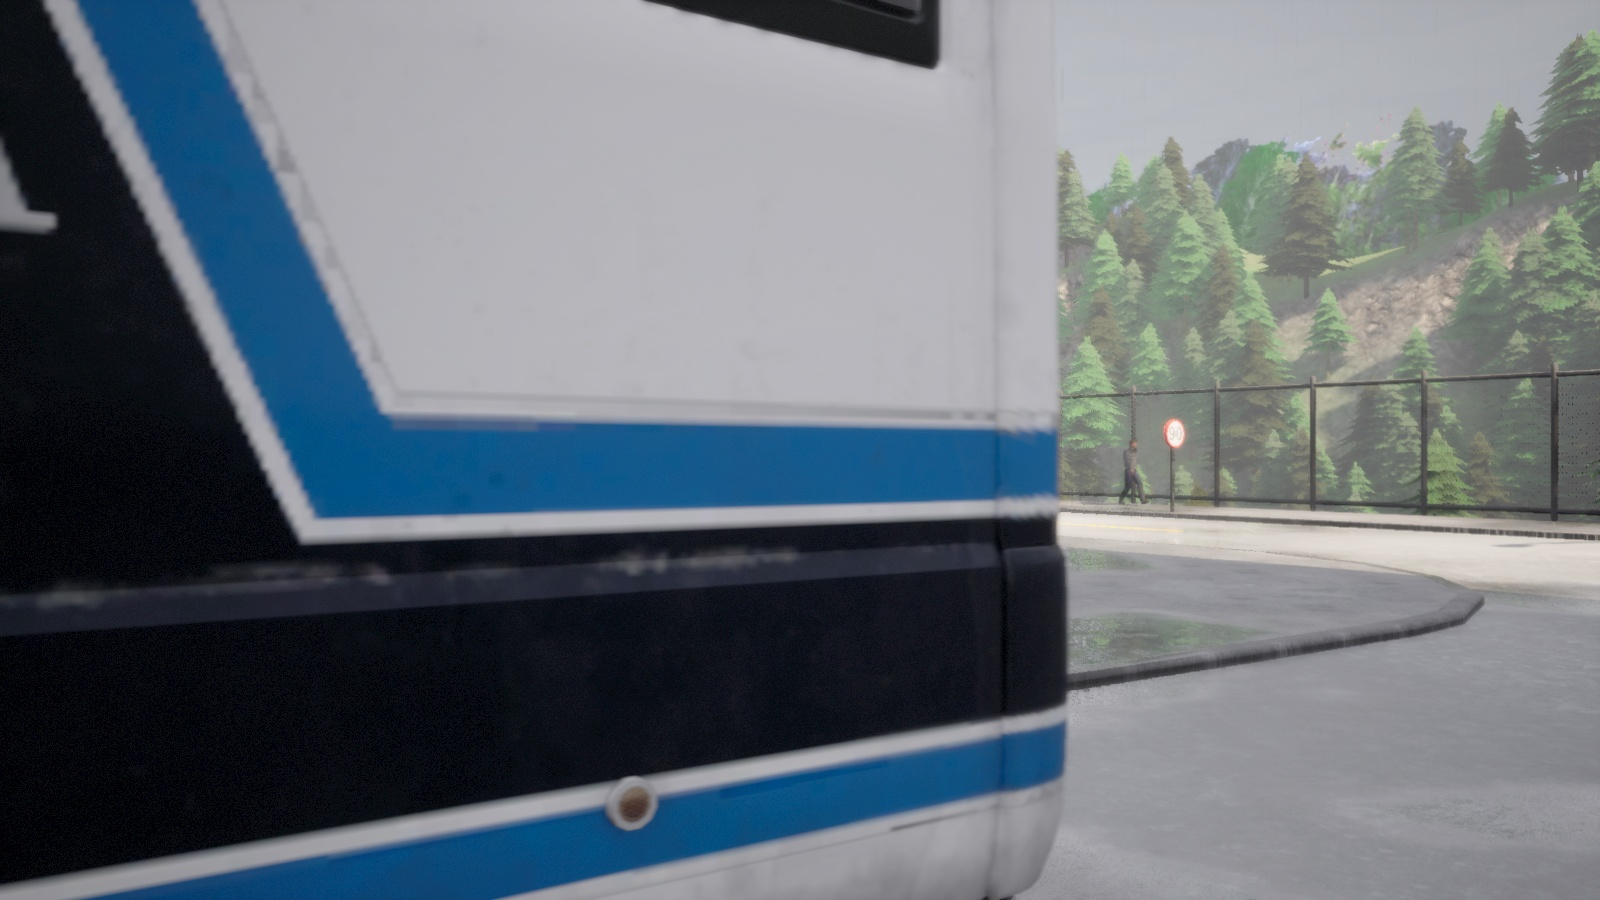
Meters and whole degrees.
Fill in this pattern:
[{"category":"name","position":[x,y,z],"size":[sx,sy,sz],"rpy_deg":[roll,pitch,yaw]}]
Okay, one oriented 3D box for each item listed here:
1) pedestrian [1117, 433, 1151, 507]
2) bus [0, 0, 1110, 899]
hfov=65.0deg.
[{"category":"pedestrian","position":[8.892,0.517,33.442],"size":[0.423,1.949,0.788],"rpy_deg":[0,0,-34]},{"category":"bus","position":[-4.766,-0.619,0.919],"size":[10.273,4.253,3.944],"rpy_deg":[0,0,-35]}]
